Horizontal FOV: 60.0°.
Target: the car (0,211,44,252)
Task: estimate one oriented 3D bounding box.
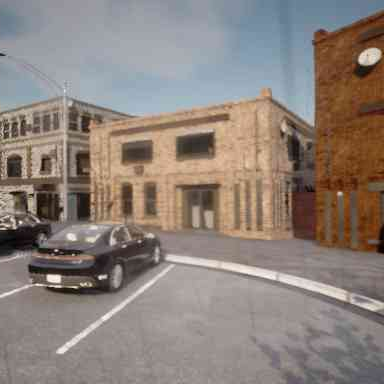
[{"bbox_3d":[-7.239,1.484,12.258,2.231,1.521,4.892,1,-1,12],"label":"car"}]

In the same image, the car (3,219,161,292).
[{"bbox_3d":[-2.287,1.524,9.118,2.231,1.521,4.892,0,-1,12],"label":"car"}]
